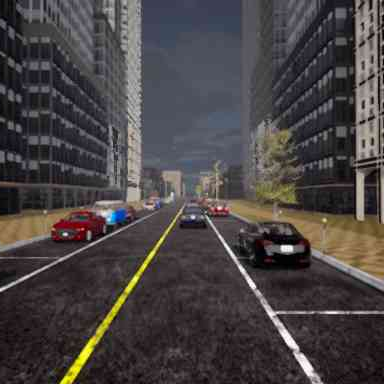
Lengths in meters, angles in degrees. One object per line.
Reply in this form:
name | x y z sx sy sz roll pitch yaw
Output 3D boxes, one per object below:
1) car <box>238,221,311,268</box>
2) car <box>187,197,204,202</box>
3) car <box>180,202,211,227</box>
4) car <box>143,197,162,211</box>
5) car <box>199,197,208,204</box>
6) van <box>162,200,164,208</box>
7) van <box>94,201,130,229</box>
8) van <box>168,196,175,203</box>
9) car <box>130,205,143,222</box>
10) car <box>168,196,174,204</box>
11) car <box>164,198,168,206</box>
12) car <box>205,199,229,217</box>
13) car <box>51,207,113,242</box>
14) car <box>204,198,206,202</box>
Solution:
car | 2.692 1.654 11.497 1.947 1.339 4.313 0 0 0
car | 0.095 1.739 41.983 2.033 1.649 4.856 0 -1 0
car | 0.095 1.729 24.197 2.033 1.411 5.357 0 0 1
car | -5.694 1.776 45.661 1.967 1.590 4.097 0 0 0
car | 2.682 2.014 79.798 1.967 1.590 4.097 0 0 0
van | -5.694 1.717 51.354 1.690 1.788 3.998 0 0 0
van | -5.690 1.513 22.894 1.690 1.788 3.998 0 0 0
van | -5.700 1.992 91.198 1.690 1.788 3.998 0 0 0
car | -5.692 1.796 28.584 1.802 1.307 4.206 0 0 0
car | -5.699 2.097 79.642 1.752 1.417 4.829 0 0 0
car | -5.696 1.981 57.045 1.947 1.339 4.313 0 0 0
car | 2.689 1.695 34.264 1.967 1.590 4.097 0 0 0
car | -5.690 1.675 17.200 1.887 1.381 4.507 0 0 0
car | 2.686 1.918 45.647 1.802 1.307 4.206 0 0 0
